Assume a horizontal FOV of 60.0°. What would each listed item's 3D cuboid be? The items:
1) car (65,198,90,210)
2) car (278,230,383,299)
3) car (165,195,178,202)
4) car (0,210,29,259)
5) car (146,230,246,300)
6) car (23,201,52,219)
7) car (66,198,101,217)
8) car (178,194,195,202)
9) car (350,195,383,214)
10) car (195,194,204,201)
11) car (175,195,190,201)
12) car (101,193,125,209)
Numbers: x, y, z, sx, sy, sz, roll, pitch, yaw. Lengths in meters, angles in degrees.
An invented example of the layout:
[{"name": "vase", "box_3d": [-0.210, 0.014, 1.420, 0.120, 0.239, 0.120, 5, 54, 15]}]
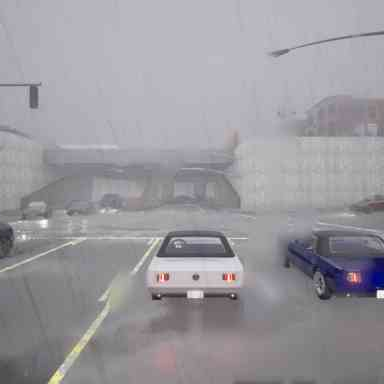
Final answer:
[{"name": "car", "box_3d": [-14.736, 1.526, 43.135, 1.812, 1.442, 4.674, 0, 0, -1]}, {"name": "car", "box_3d": [3.584, 1.601, 8.360, 1.895, 1.301, 4.718, 0, 0, 0]}, {"name": "car", "box_3d": [-4.725, 1.355, 75.563, 2.097, 1.767, 4.553, 0, 0, 6]}, {"name": "car", "box_3d": [-7.108, 1.491, 9.672, 2.128, 1.511, 4.902, 0, 0, 0]}, {"name": "car", "box_3d": [0.084, 1.601, 8.351, 1.895, 1.301, 4.718, 0, 0, 0]}, {"name": "car", "box_3d": [-13.245, 1.525, 28.590, 1.812, 1.442, 4.674, 0, 0, -16]}, {"name": "car", "box_3d": [-10.537, 1.548, 32.074, 2.033, 1.411, 5.357, 0, 0, -6]}, {"name": "car", "box_3d": [-1.224, 1.525, 75.459, 2.128, 1.511, 4.902, 0, 0, 6]}, {"name": "car", "box_3d": [15.822, 0.973, 28.456, 4.181, 1.385, 1.994, -7, 0, 0]}, {"name": "car", "box_3d": [1.433, 1.355, 85.463, 2.097, 1.767, 4.553, 0, 0, 28]}, {"name": "car", "box_3d": [-2.368, 1.478, 85.429, 1.882, 1.535, 5.008, 0, 0, 24]}, {"name": "car", "box_3d": [-11.320, 1.222, 46.566, 2.150, 2.045, 5.566, 0, 0, -1]}]
